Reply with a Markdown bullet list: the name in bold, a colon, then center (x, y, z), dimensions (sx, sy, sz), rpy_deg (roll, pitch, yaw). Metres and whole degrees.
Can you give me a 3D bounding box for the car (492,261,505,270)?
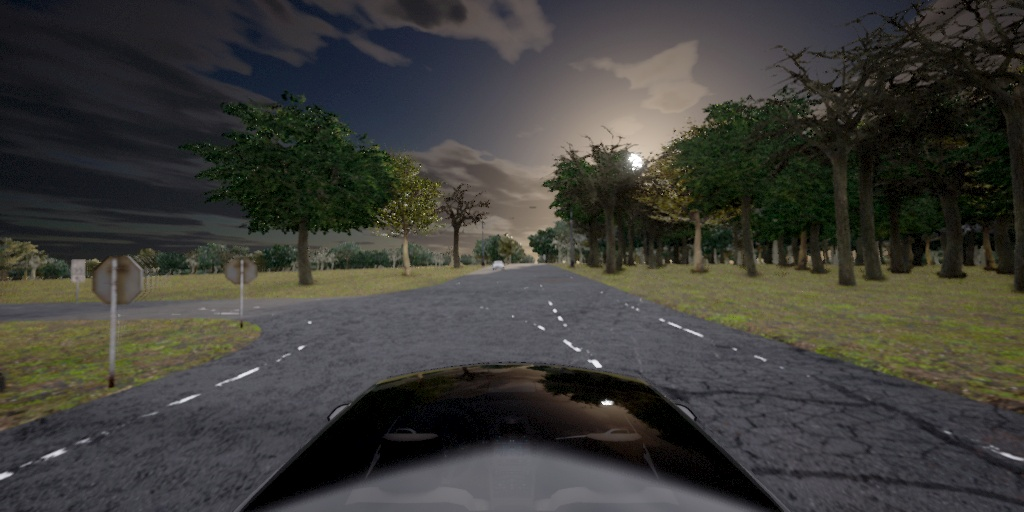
- **car**: center (-2.171, 1.507, 57.859), dimensions (1.812, 1.442, 4.674), rpy_deg (-1, 0, 2)
